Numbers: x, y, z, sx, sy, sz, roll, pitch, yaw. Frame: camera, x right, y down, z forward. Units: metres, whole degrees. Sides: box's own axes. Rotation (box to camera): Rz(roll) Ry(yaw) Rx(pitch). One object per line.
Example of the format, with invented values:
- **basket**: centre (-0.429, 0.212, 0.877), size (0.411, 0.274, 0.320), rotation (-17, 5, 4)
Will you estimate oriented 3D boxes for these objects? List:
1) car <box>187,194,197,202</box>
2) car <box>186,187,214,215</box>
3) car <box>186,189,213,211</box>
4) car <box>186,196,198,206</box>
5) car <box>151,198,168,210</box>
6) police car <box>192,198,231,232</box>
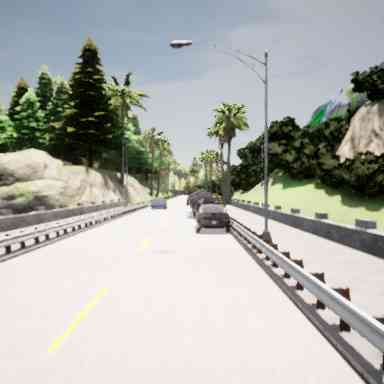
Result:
- **car**: centre (-0.006, 1.303, 69.297), size (1.882, 1.535, 5.008), rotation (0, 0, 0)
- **car**: centre (0.808, 0.923, 35.969), size (2.150, 2.045, 5.566), rotation (-25, 0, 0)
- **car**: centre (0.817, 0.928, 29.967), size (2.150, 2.045, 5.566), rotation (-25, 0, 0)
- **car**: centre (-0.001, 1.458, 53.874), size (1.837, 1.490, 4.892), rotation (0, 0, 0)
- **car**: centre (-4.083, 1.488, 42.107), size (1.812, 1.442, 4.674), rotation (0, 0, 0)
- **police car**: centre (1.157, 1.408, 20.053), size (1.930, 1.638, 5.238), rotation (0, 0, 0)
